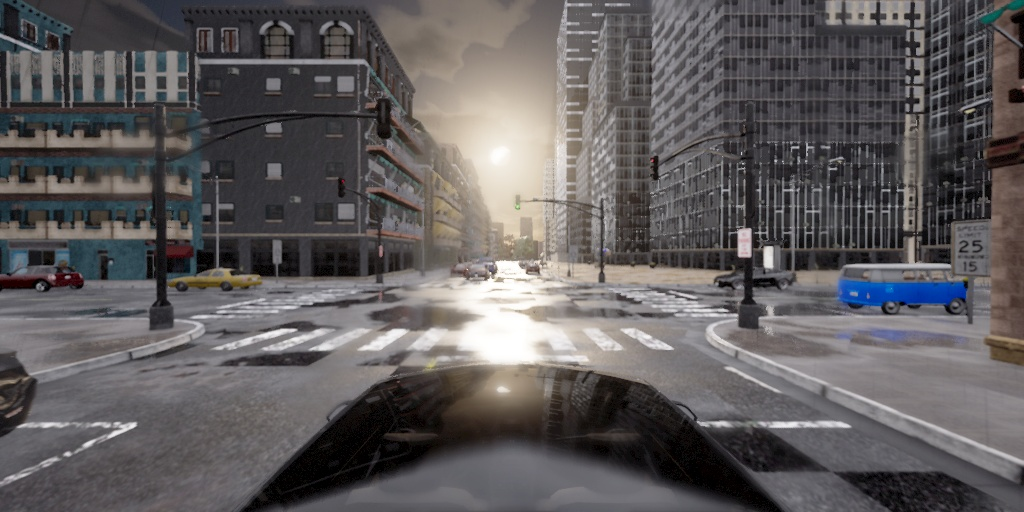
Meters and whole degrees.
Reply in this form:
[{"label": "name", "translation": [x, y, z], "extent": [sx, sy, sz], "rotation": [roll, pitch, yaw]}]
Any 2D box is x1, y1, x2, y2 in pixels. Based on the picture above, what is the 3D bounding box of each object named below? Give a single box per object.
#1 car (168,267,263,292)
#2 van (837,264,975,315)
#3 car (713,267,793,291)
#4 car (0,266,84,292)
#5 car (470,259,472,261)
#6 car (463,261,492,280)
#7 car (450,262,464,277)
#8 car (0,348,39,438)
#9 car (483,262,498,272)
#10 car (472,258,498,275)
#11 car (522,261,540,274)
[{"label": "car", "translation": [-17.910, 1.371, 21.730], "extent": [4.829, 1.417, 1.751], "rotation": [0, 0, 0]}, {"label": "van", "translation": [14.673, 1.190, 13.447], "extent": [3.998, 1.789, 1.690], "rotation": [0, 0, 0]}, {"label": "car", "translation": [14.649, 1.341, 21.828], "extent": [4.313, 1.339, 1.948], "rotation": [0, 0, 0]}, {"label": "car", "translation": [-28.807, 1.314, 21.697], "extent": [4.097, 1.591, 1.967], "rotation": [0, 0, 0]}, {"label": "car", "translation": [-5.751, 1.456, 45.478], "extent": [1.967, 1.591, 4.097], "rotation": [0, 0, 0]}, {"label": "car", "translation": [-3.142, 1.470, 33.808], "extent": [1.812, 1.442, 4.674], "rotation": [0, 0, 0]}, {"label": "car", "translation": [-5.743, 1.527, 39.829], "extent": [1.888, 1.381, 4.507], "rotation": [0, 0, 0]}, {"label": "car", "translation": [-5.691, 1.301, 1.764], "extent": [2.007, 1.370, 4.403], "rotation": [0, 0, 0]}, {"label": "car", "translation": [-3.155, 1.633, 53.687], "extent": [1.994, 1.385, 4.181], "rotation": [0, 0, 0]}, {"label": "car", "translation": [-3.152, 1.227, 43.716], "extent": [2.150, 2.045, 5.566], "rotation": [0, 0, 0]}, {"label": "car", "translation": [2.597, 1.562, 45.547], "extent": [1.888, 1.381, 4.507], "rotation": [0, 0, 0]}]
